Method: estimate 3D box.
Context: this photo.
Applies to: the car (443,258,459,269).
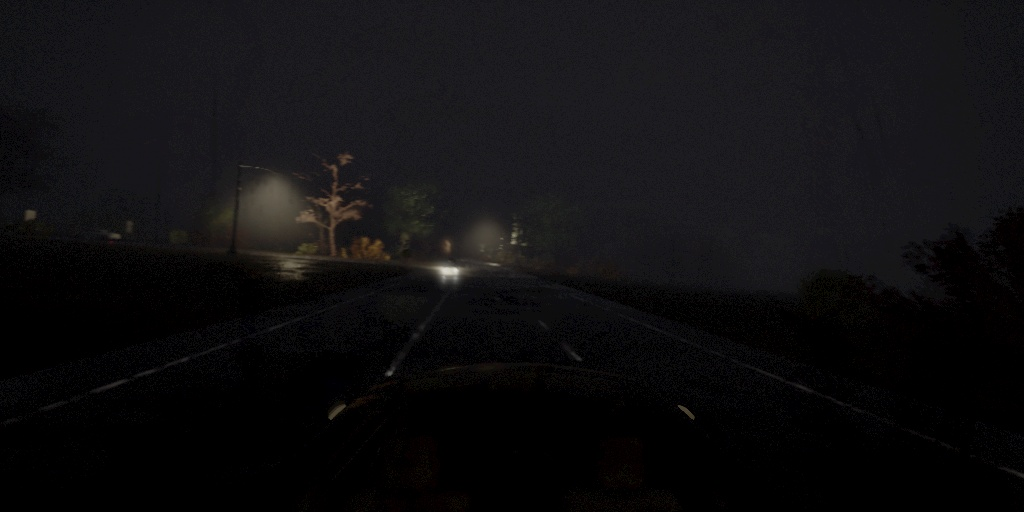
[{"bbox_3d":[-8.152,1.020,47.999,1.837,1.490,4.892,4,0,-6],"label":"car"}]
